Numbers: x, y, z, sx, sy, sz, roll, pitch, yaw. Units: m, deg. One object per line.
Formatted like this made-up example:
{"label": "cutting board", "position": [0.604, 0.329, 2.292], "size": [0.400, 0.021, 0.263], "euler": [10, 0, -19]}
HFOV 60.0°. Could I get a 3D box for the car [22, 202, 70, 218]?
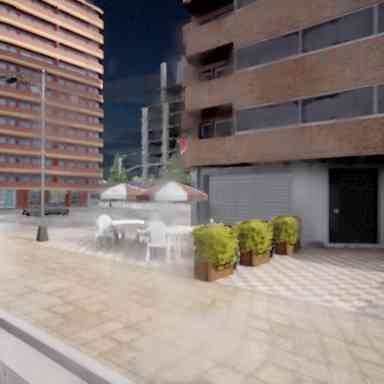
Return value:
{"label": "car", "position": [-13.960, 1.683, 31.894], "size": [1.994, 1.385, 4.181], "euler": [0, 0, 40]}
